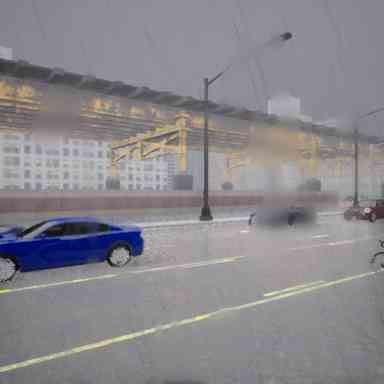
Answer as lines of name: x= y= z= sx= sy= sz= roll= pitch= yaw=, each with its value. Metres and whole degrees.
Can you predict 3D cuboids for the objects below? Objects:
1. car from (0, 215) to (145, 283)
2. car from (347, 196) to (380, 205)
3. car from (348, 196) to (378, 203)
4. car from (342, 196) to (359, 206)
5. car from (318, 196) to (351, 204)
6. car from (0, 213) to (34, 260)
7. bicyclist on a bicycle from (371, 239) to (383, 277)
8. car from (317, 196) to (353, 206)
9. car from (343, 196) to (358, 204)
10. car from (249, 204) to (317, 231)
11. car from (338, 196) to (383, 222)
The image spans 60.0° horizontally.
car: x=-3.851 y=1.477 z=9.813 sx=5.008 sy=1.535 sz=1.882 roll=0 pitch=0 yaw=-34
car: x=30.754 y=1.453 z=59.853 sx=4.974 sy=1.542 sz=2.038 roll=0 pitch=0 yaw=-6
car: x=30.703 y=1.295 z=59.847 sx=4.536 sy=1.218 sz=1.853 roll=0 pitch=0 yaw=-6
car: x=26.764 y=1.453 z=56.179 sx=2.038 sy=1.542 sz=4.974 roll=0 pitch=0 yaw=19
car: x=22.910 y=1.295 z=53.583 sx=4.536 sy=1.218 sz=1.853 roll=0 pitch=0 yaw=9
car: x=-8.338 y=1.547 z=10.993 sx=5.357 sy=1.411 sz=2.033 roll=0 pitch=0 yaw=-34
bicyclist on a bicycle: x=5.338 y=1.455 z=8.407 sx=0.582 sy=1.620 sz=1.656 roll=0 pitch=-2 yaw=-34
car: x=22.962 y=1.453 z=53.575 sx=4.974 sy=1.542 sz=2.038 roll=0 pitch=0 yaw=9
car: x=26.781 y=1.295 z=56.228 sx=1.853 sy=1.218 sz=4.536 roll=0 pitch=0 yaw=19
car: x=5.629 y=1.492 z=20.504 sx=4.902 sy=1.511 sz=2.128 roll=0 pitch=0 yaw=-34
car: x=13.930 y=1.352 z=26.042 sx=4.553 sy=1.767 sz=2.097 roll=0 pitch=0 yaw=-34
